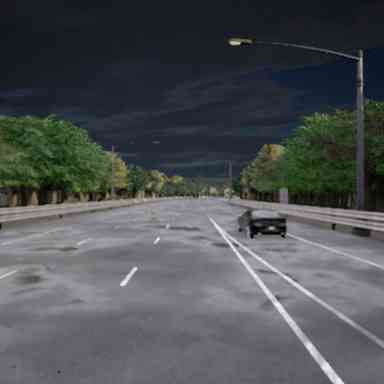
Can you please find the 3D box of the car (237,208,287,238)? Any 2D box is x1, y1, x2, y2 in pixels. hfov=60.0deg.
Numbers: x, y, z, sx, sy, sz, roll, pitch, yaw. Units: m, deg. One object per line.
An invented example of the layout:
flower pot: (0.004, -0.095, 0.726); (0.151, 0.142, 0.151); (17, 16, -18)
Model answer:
car: (3.824, 1.668, 18.859); (1.882, 1.535, 5.008); (0, -1, -2)
